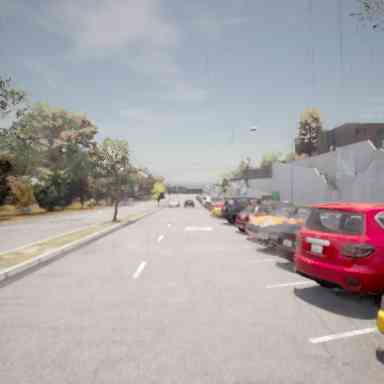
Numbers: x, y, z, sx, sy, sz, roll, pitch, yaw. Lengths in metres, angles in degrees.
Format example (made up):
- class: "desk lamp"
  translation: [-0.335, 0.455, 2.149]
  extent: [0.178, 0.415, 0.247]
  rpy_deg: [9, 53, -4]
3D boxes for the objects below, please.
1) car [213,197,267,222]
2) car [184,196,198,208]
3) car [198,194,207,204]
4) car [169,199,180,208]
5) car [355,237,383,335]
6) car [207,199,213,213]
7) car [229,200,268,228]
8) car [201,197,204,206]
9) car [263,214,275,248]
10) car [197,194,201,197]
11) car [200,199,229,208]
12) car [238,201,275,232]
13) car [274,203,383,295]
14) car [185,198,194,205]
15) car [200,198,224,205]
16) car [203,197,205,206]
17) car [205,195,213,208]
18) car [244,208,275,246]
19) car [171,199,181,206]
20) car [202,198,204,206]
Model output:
- class: "car"
  translation: [4.909, 1.457, 25.741]
  extent: [5.566, 2.045, 2.435]
  rpy_deg: [1, -1, -20]
- class: "car"
  translation: [-0.500, 2.068, 64.070]
  extent: [2.097, 1.767, 4.553]
  rpy_deg: [0, 0, 0]
- class: "car"
  translation: [4.618, 1.933, 61.749]
  extent: [5.566, 2.045, 2.435]
  rpy_deg: [1, -1, -20]
- class: "car"
  translation: [-3.503, 2.246, 64.438]
  extent: [1.812, 1.442, 4.674]
  rpy_deg: [0, 0, 0]
- class: "car"
  translation: [5.222, 1.522, 4.781]
  extent: [5.366, 1.575, 1.946]
  rpy_deg: [1, -1, -20]
- class: "car"
  translation: [4.635, 1.815, 34.653]
  extent: [5.366, 1.575, 1.946]
  rpy_deg: [1, -1, -20]
- class: "car"
  translation: [4.902, 1.518, 19.713]
  extent: [4.553, 1.767, 2.185]
  rpy_deg: [1, -1, -20]
- class: "car"
  translation: [4.640, 2.185, 58.748]
  extent: [4.792, 1.488, 2.163]
  rpy_deg: [1, -1, -20]
- class: "car"
  translation: [5.029, 1.597, 10.733]
  extent: [4.792, 1.488, 2.163]
  rpy_deg: [1, -1, -20]
- class: "car"
  translation: [4.494, 1.988, 70.729]
  extent: [5.566, 2.045, 2.435]
  rpy_deg: [1, 0, -20]
- class: "car"
  translation: [4.394, 2.201, 64.673]
  extent: [5.366, 1.575, 1.946]
  rpy_deg: [1, 0, -20]
- class: "car"
  translation: [4.988, 1.492, 16.728]
  extent: [4.553, 1.767, 2.185]
  rpy_deg: [1, 0, -20]
- class: "car"
  translation: [5.056, 1.293, 7.731]
  extent: [5.566, 2.045, 2.435]
  rpy_deg: [1, -1, -20]
- class: "car"
  translation: [-0.581, 2.178, 74.107]
  extent: [1.812, 1.442, 4.674]
  rpy_deg: [0, 0, 0]
- class: "car"
  translation: [4.639, 2.247, 76.822]
  extent: [5.366, 1.575, 1.946]
  rpy_deg: [1, 0, -20]
- class: "car"
  translation: [4.695, 1.961, 52.737]
  extent: [4.553, 1.767, 2.185]
  rpy_deg: [1, -1, -20]
- class: "car"
  translation: [4.764, 1.613, 37.709]
  extent: [5.566, 2.045, 2.435]
  rpy_deg: [1, -1, -20]
- class: "car"
  translation: [4.987, 1.593, 13.717]
  extent: [4.892, 1.521, 2.231]
  rpy_deg: [1, 0, -20]
- class: "car"
  translation: [-3.584, 2.294, 74.475]
  extent: [1.895, 1.301, 4.718]
  rpy_deg: [0, 0, 0]
- class: "car"
  translation: [4.641, 2.167, 55.723]
  extent: [4.674, 1.452, 2.002]
  rpy_deg: [1, 0, -20]
